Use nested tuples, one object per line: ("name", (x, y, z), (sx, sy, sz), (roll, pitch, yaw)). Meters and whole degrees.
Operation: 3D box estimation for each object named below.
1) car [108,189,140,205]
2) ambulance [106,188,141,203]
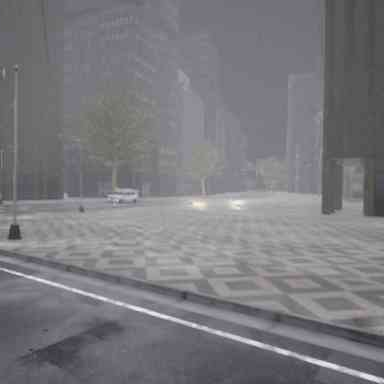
("car", (-10.859, 0.894, 53.037), (2.150, 2.045, 5.566), (1, 0, 30))
("ambulance", (-11.780, 0.636, 57.846), (2.351, 2.431, 6.366), (1, 1, 29))
